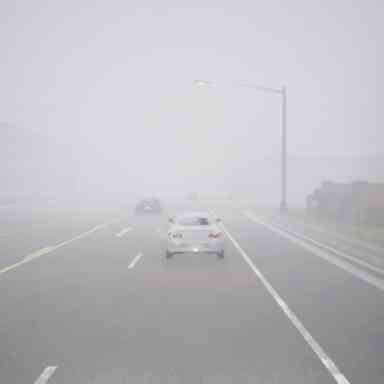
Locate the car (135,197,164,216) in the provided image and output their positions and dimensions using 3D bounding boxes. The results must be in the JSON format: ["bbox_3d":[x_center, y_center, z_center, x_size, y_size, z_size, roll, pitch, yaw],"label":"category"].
[{"bbox_3d":[-3.406,1.133,27.374,1.994,1.385,4.181,0,1,0],"label":"car"}]

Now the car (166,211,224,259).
[{"bbox_3d":[0.096,1.388,11.946,1.812,1.442,4.674,0,1,0],"label":"car"}]

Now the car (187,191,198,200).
[{"bbox_3d":[0.085,0.574,54.962,2.033,1.411,5.357,0,1,0],"label":"car"}]
